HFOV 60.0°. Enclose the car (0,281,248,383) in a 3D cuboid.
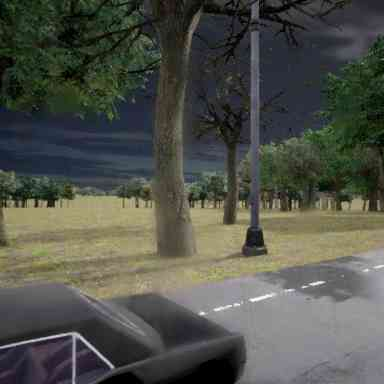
[{"bbox_3d":[-1.863,1.601,2.663,4.718,1.301,1.895,0,0,-35],"label":"car"}]
